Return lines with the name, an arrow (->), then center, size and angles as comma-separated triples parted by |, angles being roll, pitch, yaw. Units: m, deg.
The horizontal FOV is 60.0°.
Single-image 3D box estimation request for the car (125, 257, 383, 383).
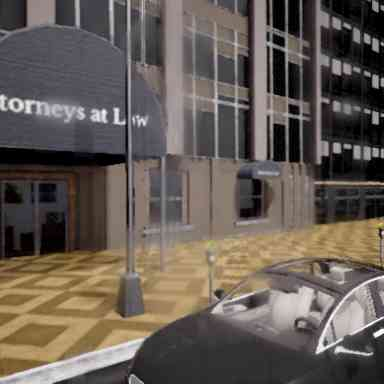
car -> 1.394, 1.547, 3.877 | 4.403, 1.369, 2.008 | 0, 0, -35
